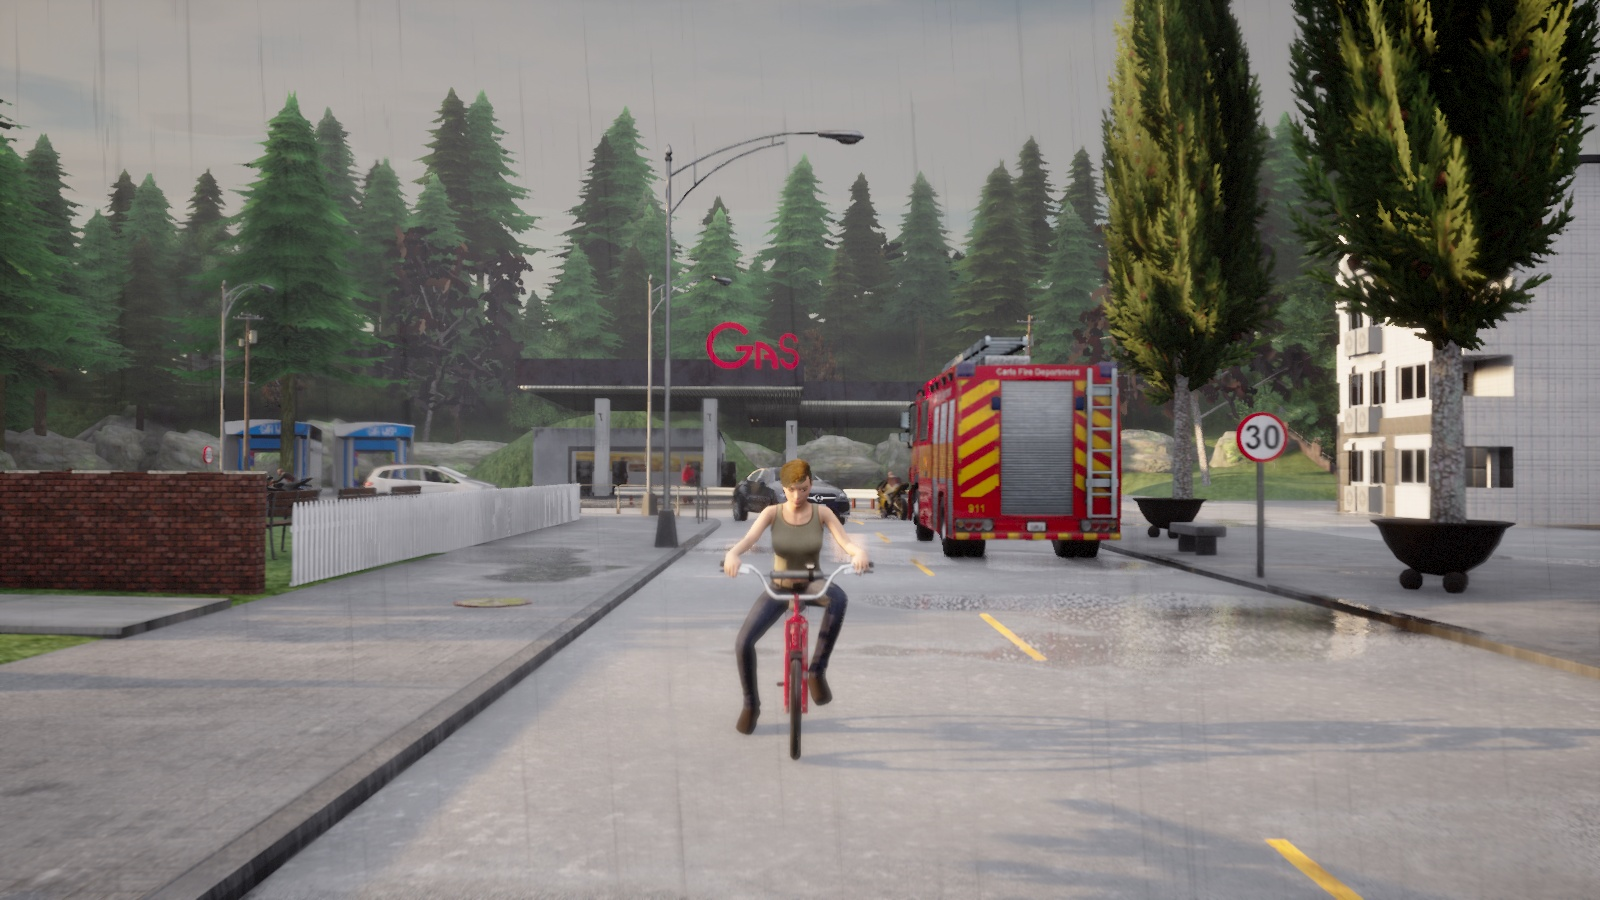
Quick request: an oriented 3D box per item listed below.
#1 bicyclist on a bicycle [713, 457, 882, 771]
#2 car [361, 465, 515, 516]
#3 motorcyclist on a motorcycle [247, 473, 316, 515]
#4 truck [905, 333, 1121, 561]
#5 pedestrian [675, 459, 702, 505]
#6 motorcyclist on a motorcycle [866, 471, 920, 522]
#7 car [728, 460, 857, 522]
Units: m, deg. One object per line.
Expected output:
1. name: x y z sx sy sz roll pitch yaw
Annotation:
1. bicyclist on a bicycle: -0.012 0.857 7.242 0.866 1.612 1.509 0 -1 0
2. car: -12.300 1.351 42.863 4.611 1.667 2.242 0 -1 0
3. motorcyclist on a motorcycle: -19.320 1.629 46.832 2.191 1.530 0.866 0 -1 0
4. truck: 3.938 0.014 25.391 2.891 3.827 8.468 0 -1 0
5. pedestrian: -4.508 1.304 50.921 0.899 1.844 0.634 -1 -1 25
6. motorcyclist on a motorcycle: 2.884 1.430 39.370 0.866 1.530 2.191 -1 -1 -19
7. car: -0.328 1.135 35.996 2.152 1.651 5.027 0 -1 -20
